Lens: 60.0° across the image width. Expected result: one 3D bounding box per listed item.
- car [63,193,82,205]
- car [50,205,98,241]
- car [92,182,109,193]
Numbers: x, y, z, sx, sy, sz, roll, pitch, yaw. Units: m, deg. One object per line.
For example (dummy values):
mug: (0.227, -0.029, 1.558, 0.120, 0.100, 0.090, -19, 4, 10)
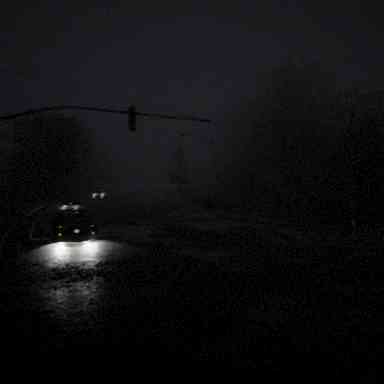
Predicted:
car: (-14.602, 0.818, 40.903, 2.033, 1.411, 5.357, 0, 3, -14)
car: (-6.103, 1.578, 16.934, 1.994, 1.385, 4.181, 0, 0, -26)
car: (-17.987, -0.963, 65.755, 2.150, 2.045, 5.566, 0, 3, -2)
